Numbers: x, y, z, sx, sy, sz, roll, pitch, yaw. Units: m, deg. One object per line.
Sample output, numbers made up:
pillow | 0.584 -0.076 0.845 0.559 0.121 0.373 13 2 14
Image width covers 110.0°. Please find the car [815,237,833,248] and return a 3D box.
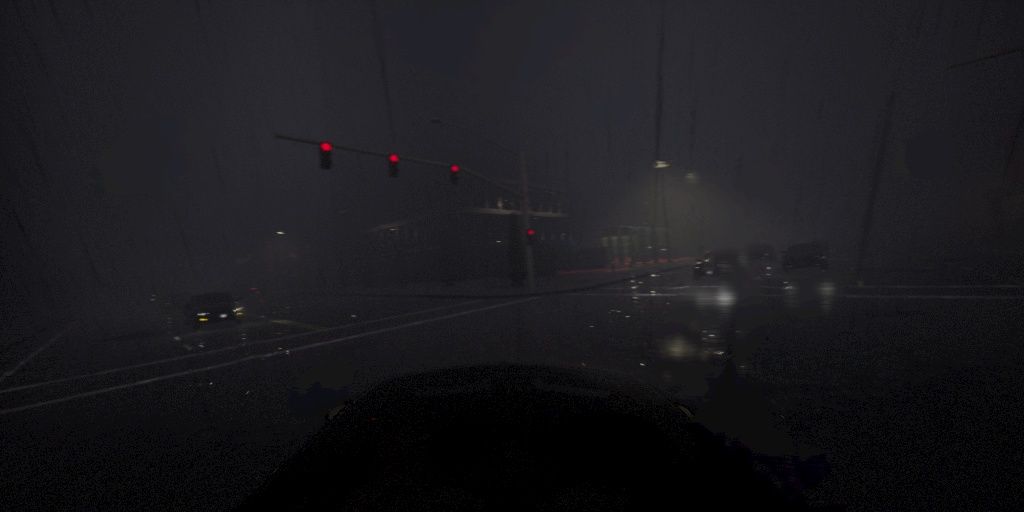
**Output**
car | 25.035 -0.502 29.682 1.994 1.385 4.181 -5 0 42

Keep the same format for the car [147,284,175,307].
car | -38.114 4.172 39.129 5.566 2.045 2.150 -5 -1 42

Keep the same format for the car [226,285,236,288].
car | -36.943 4.640 47.562 4.674 1.442 1.812 -5 -1 42

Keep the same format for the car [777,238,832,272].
car | 16.843 0.006 20.555 1.882 1.535 5.008 -5 -1 42

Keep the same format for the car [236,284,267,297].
car | -29.298 3.942 40.637 4.892 1.490 1.837 -5 -1 43

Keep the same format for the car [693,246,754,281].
car | 11.510 0.447 19.837 2.128 1.511 4.902 -5 -1 42

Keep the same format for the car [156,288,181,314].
car | -26.019 3.548 27.986 5.008 1.535 1.882 -5 0 42

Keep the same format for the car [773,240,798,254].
car | 35.157 -1.206 46.094 2.033 1.411 5.357 -5 -1 42

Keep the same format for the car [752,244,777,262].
car | 21.421 -0.284 30.894 1.882 1.535 5.008 -5 -1 42

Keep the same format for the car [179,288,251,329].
car | -14.669 2.570 17.613 4.892 1.490 1.837 -5 0 42
